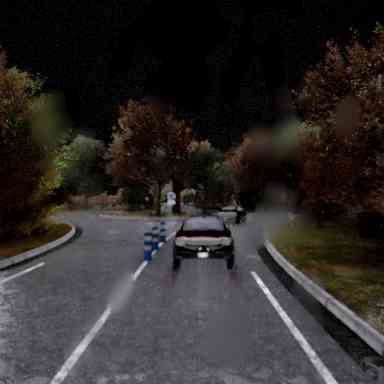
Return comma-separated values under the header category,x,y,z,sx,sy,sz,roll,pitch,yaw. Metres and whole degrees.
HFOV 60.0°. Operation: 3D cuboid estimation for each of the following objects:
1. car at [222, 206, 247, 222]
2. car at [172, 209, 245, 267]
category,x,y,z,sx,sy,sz,roll,pitch,yaw
car,3.585,1.953,29.051,2.128,1.511,4.902,-1,-2,20
car,0.430,1.538,11.522,2.128,1.511,4.902,0,-1,3
